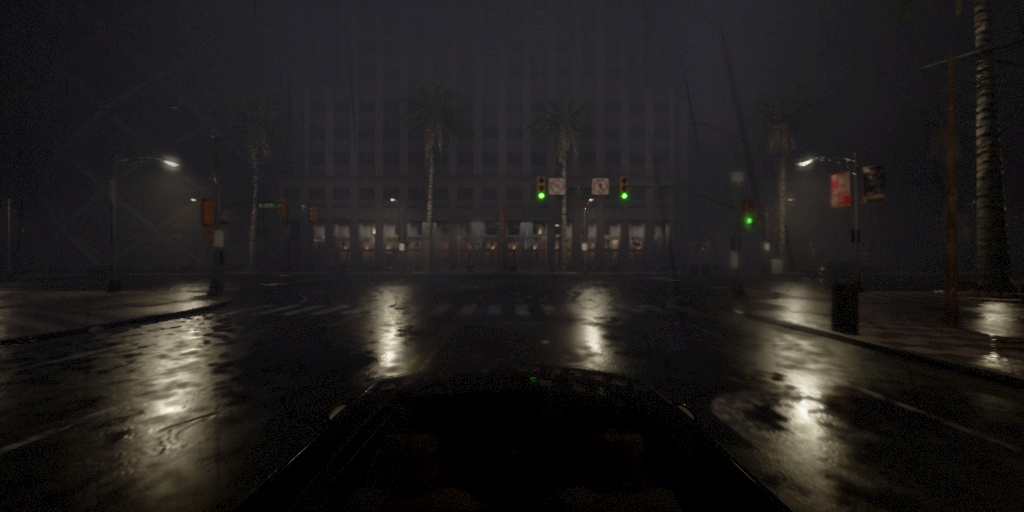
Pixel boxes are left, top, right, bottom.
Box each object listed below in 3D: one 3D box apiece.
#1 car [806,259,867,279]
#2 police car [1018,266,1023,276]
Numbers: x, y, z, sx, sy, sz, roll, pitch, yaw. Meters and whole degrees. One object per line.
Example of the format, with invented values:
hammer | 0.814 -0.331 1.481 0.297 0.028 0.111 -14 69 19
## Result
car | 30.967 1.215 34.311 4.553 1.767 2.097 0 0 0
police car | 47.424 1.355 30.640 4.974 1.542 2.038 0 0 0
